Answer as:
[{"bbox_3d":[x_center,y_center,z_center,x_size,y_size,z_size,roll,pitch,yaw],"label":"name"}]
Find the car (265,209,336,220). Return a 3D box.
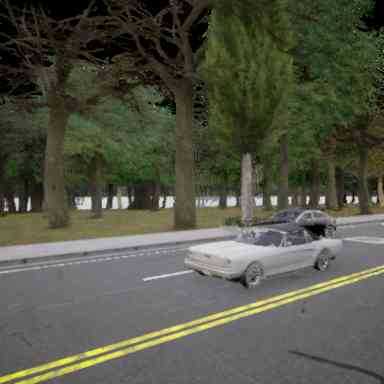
[{"bbox_3d":[4.787,1.545,15.395,4.902,1.511,2.128,0,0,-37],"label":"car"}]

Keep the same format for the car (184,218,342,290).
[{"bbox_3d":[2.130,1.637,9.352,4.718,1.301,1.895,0,0,-37],"label":"car"}]
